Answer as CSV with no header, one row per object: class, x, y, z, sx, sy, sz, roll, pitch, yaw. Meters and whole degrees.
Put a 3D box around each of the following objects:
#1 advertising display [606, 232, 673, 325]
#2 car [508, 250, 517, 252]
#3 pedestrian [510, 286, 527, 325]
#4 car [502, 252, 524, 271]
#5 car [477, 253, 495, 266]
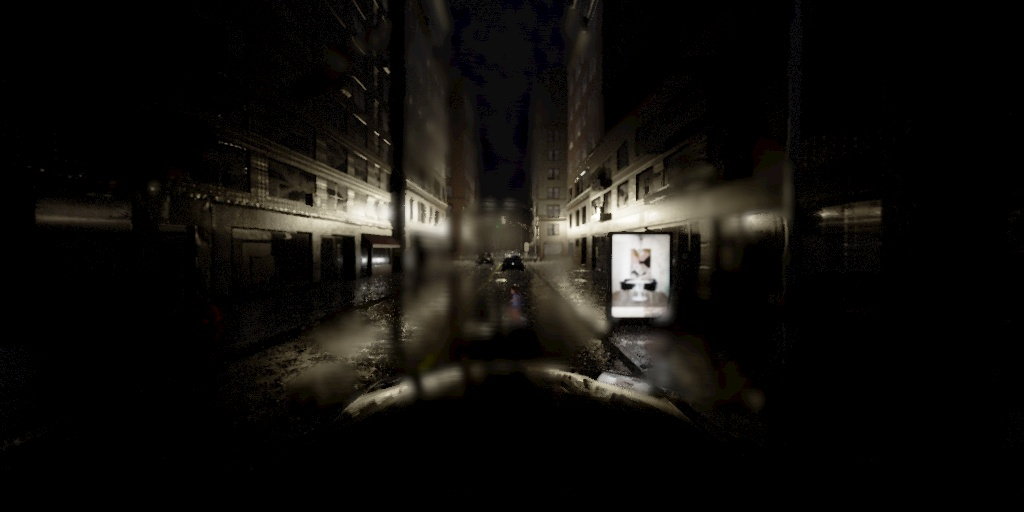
advertising display,3.134,0.626,8.881,1.540,2.440,0.280,0,0,0
car,0.068,0.084,49.225,2.097,1.767,4.553,0,1,0
pedestrian,0.108,1.260,9.576,0.500,1.100,0.500,0,1,-10
car,0.085,0.634,33.813,1.994,1.385,4.181,0,1,0
car,-3.051,0.380,42.770,1.837,1.490,4.892,0,1,0
